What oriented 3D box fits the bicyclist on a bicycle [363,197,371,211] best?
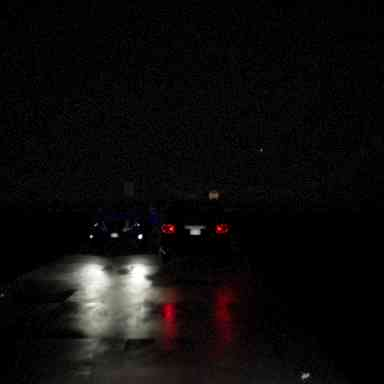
[{"bbox_3d":[20.022,1.347,38.186,0.582,1.620,1.656,0,0,0],"label":"bicyclist on a bicycle"}]

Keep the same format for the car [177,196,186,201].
[{"bbox_3d":[-2.593,1.600,82.932,1.994,1.385,4.181,0,0,0],"label":"car"}]

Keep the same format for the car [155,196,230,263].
[{"bbox_3d":[0.106,1.222,12.132,2.150,2.045,5.566,0,0,0],"label":"car"}]

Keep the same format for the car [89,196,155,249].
[{"bbox_3d":[-2.817,1.222,14.885,2.150,2.045,5.566,0,0,0],"label":"car"}]

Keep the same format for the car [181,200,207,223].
[{"bbox_3d":[0.133,1.481,26.681,1.882,1.535,5.008,0,0,0],"label":"car"}]
